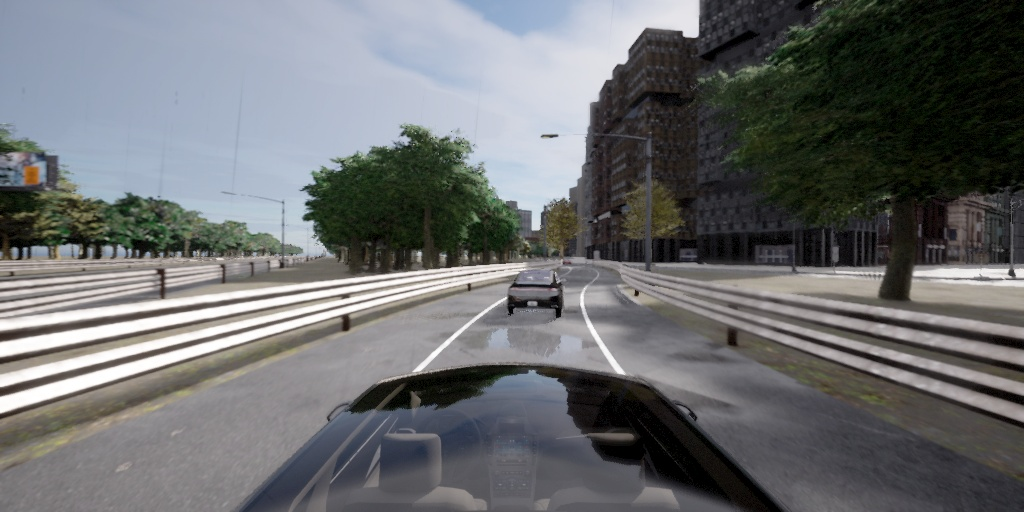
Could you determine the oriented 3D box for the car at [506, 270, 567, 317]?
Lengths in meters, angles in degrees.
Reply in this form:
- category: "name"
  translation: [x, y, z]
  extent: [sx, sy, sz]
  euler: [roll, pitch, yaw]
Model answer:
- category: "car"
  translation: [0.989, 1.255, 13.401]
  extent: [2.128, 1.511, 4.902]
  euler: [0, 0, 9]
